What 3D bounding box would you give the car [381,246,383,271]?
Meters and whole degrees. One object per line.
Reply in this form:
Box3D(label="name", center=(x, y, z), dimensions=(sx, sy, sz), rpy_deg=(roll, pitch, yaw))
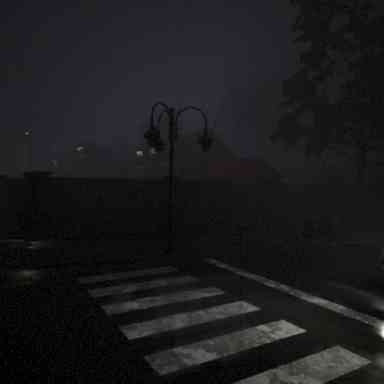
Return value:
Box3D(label="car", center=(6.987, 1.150, 7.952), dimensions=(5.566, 2.045, 2.150), rpy_deg=(0, 1, -30))
